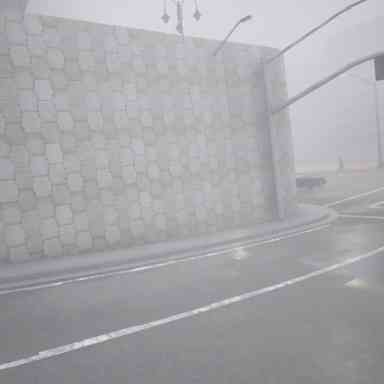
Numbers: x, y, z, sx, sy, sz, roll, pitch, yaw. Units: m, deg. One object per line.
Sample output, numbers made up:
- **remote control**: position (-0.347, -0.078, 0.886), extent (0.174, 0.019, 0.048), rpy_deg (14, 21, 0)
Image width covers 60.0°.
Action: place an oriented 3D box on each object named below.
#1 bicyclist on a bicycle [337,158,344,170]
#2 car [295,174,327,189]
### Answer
- **bicyclist on a bicycle**: position (20.053, -3.826, 44.880), extent (1.656, 1.620, 0.582), rpy_deg (-11, 6, -35)
- **car**: position (10.004, -1.018, 30.958), extent (1.895, 1.301, 4.718), rpy_deg (-11, 6, -35)
